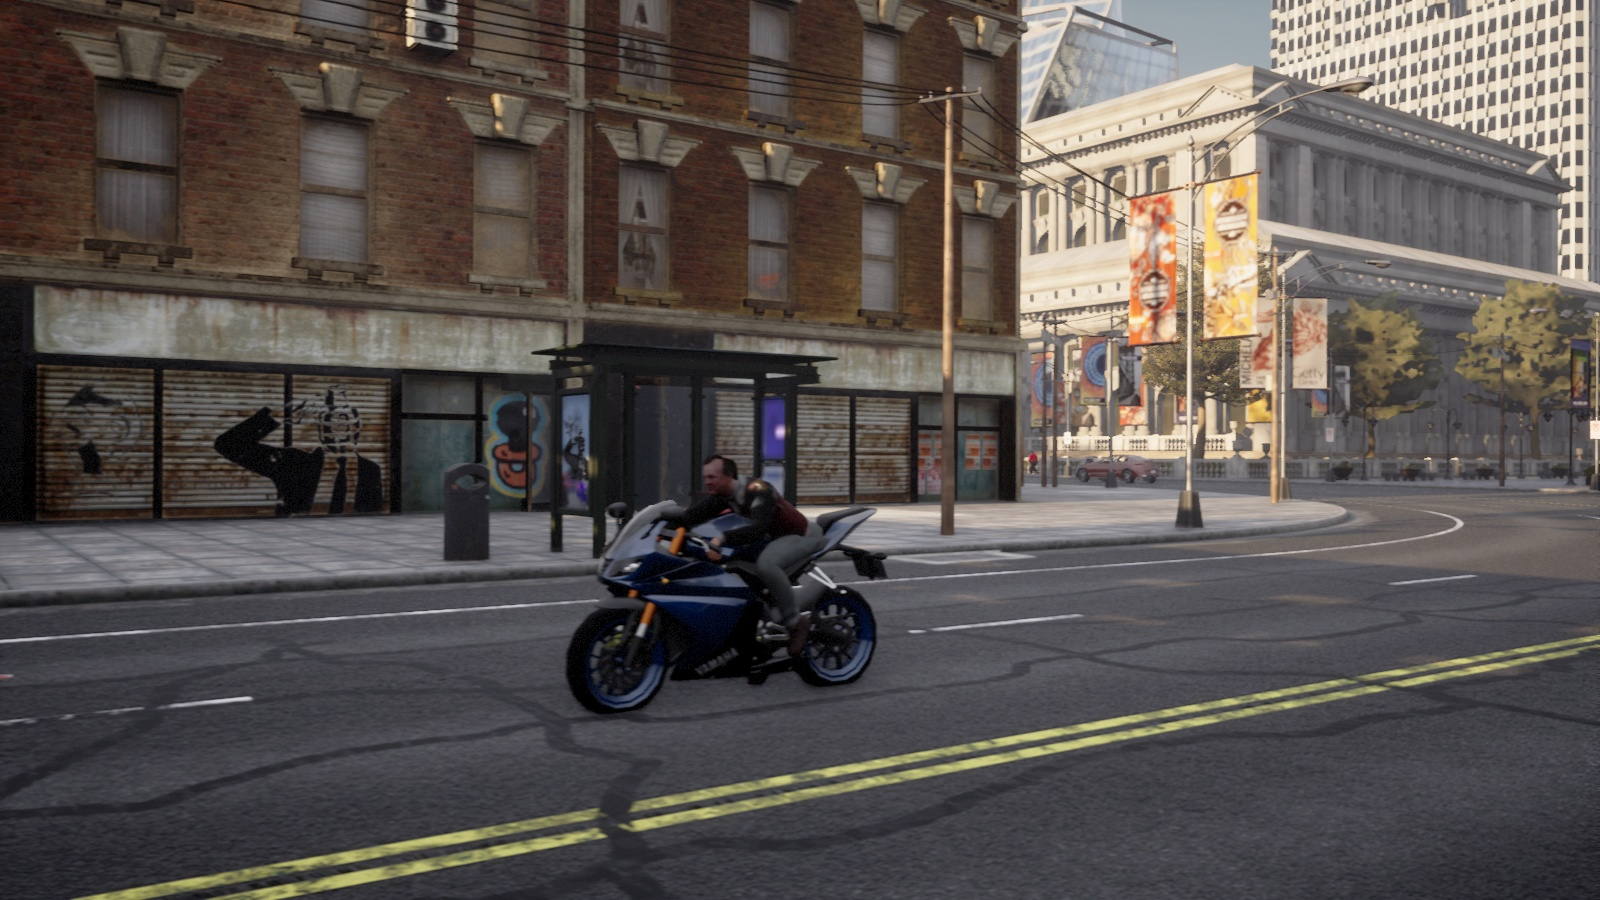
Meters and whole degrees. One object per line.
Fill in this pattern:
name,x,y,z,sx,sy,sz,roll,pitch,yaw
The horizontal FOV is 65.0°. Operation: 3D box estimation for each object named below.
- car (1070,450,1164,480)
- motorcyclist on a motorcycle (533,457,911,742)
car,18.252,0.845,72.489,2.152,1.651,5.027,0,0,-36
motorcyclist on a motorcycle,-0.439,0.809,7.729,2.191,1.530,0.866,0,0,-35
